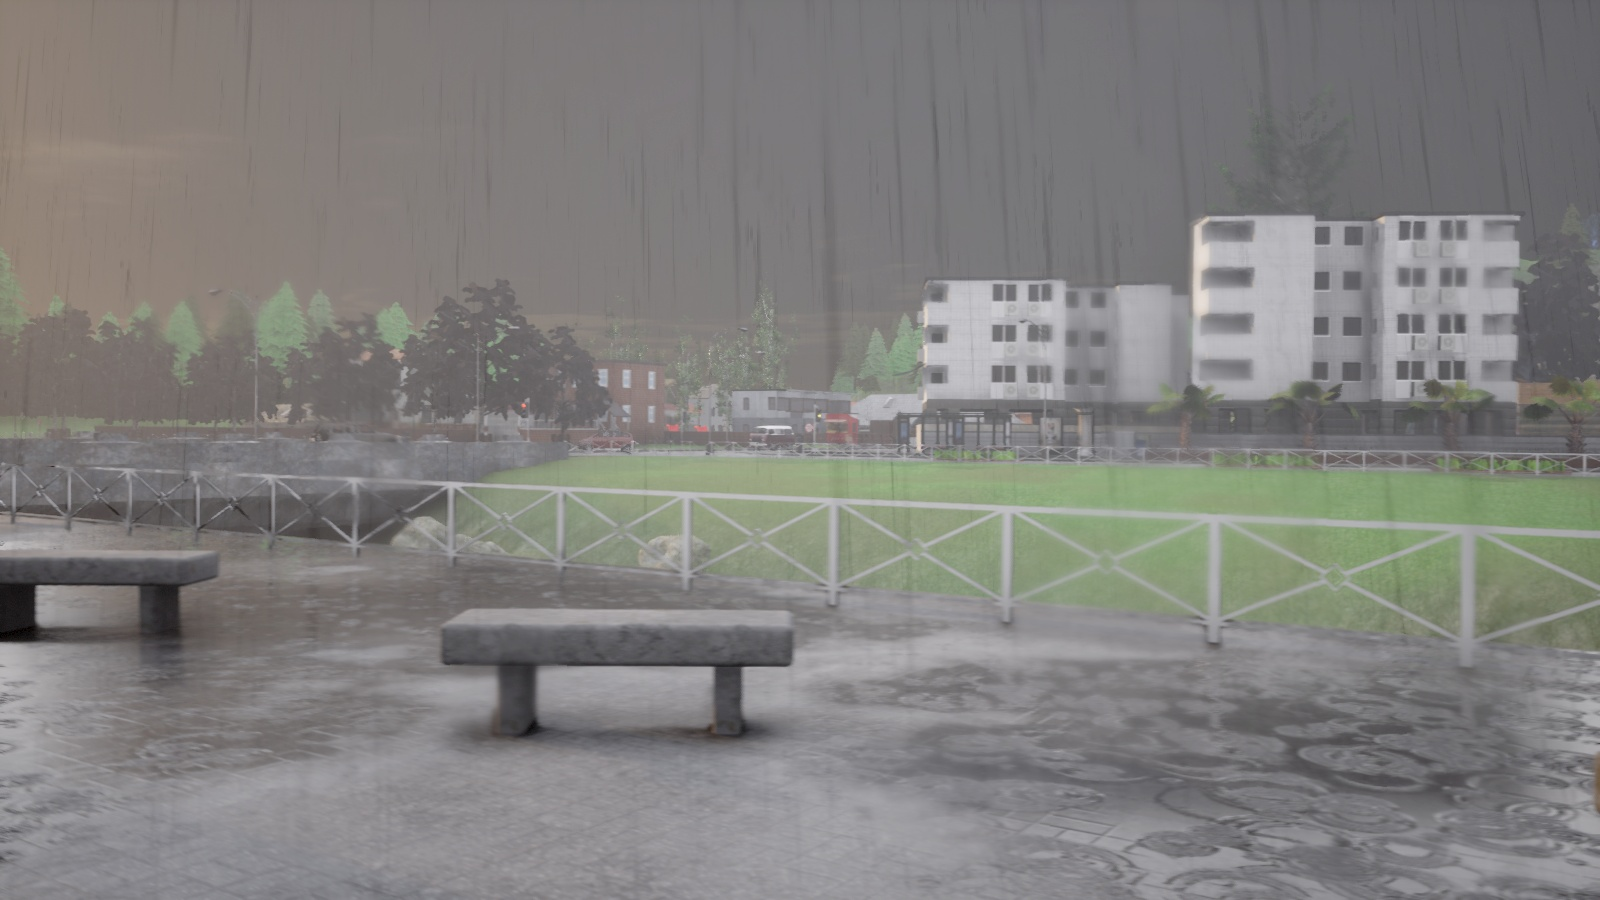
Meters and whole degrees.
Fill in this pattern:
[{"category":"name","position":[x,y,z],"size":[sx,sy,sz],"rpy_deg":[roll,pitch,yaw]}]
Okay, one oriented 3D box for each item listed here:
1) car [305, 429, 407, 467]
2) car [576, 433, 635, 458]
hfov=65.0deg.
[{"category":"car","position":[-22.506,-0.119,63.830],"size":[1.932,1.855,4.605],"rpy_deg":[0,1,35]},{"category":"car","position":[-12.704,-0.294,81.998],"size":[3.705,1.549,1.789],"rpy_deg":[-1,0,-12]}]
